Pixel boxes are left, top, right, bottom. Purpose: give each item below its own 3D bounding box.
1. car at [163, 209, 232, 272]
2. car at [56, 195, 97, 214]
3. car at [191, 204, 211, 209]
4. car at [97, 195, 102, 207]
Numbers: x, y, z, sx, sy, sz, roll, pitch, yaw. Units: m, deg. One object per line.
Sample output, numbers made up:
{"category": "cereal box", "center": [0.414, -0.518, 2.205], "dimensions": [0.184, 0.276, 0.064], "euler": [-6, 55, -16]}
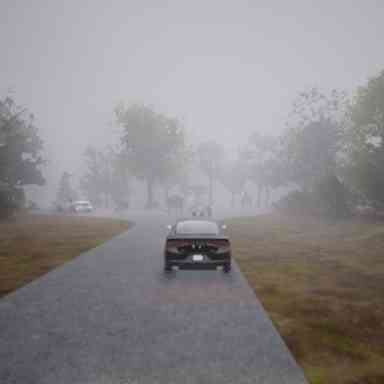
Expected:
{"category": "car", "center": [0.160, 1.538, 10.998], "dimensions": [1.882, 1.535, 5.008], "euler": [0, 0, 0]}
{"category": "car", "center": [-14.043, 1.438, 39.339], "dimensions": [5.566, 2.045, 2.150], "euler": [-1, 0, 42]}
{"category": "car", "center": [0.733, 1.694, 26.597], "dimensions": [2.033, 1.411, 5.357], "euler": [0, 0, 6]}
{"category": "car", "center": [-17.789, 1.533, 56.587], "dimensions": [2.150, 2.045, 5.566], "euler": [0, -1, 31]}
